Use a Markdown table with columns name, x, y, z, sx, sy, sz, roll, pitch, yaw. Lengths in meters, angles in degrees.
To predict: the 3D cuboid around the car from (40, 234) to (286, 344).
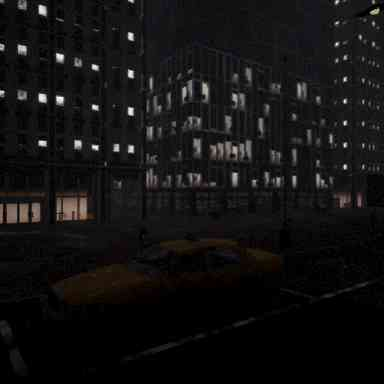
| name | x | y | z | sx | sy | sz | roll | pitch | yaw |
| --- | --- | --- | --- | --- | --- | --- | --- | --- | --- |
| car | -0.242 | 1.525 | 6.388 | 4.829 | 1.417 | 1.752 | 0 | 0 | -35 |

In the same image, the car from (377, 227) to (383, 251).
| name | x | y | z | sx | sy | sz | roll | pitch | yaw |
| --- | --- | --- | --- | --- | --- | --- | --- | --- | --- |
| car | 8.905 | 1.547 | 12.913 | 4.507 | 1.381 | 1.887 | 0 | 0 | -35 |
